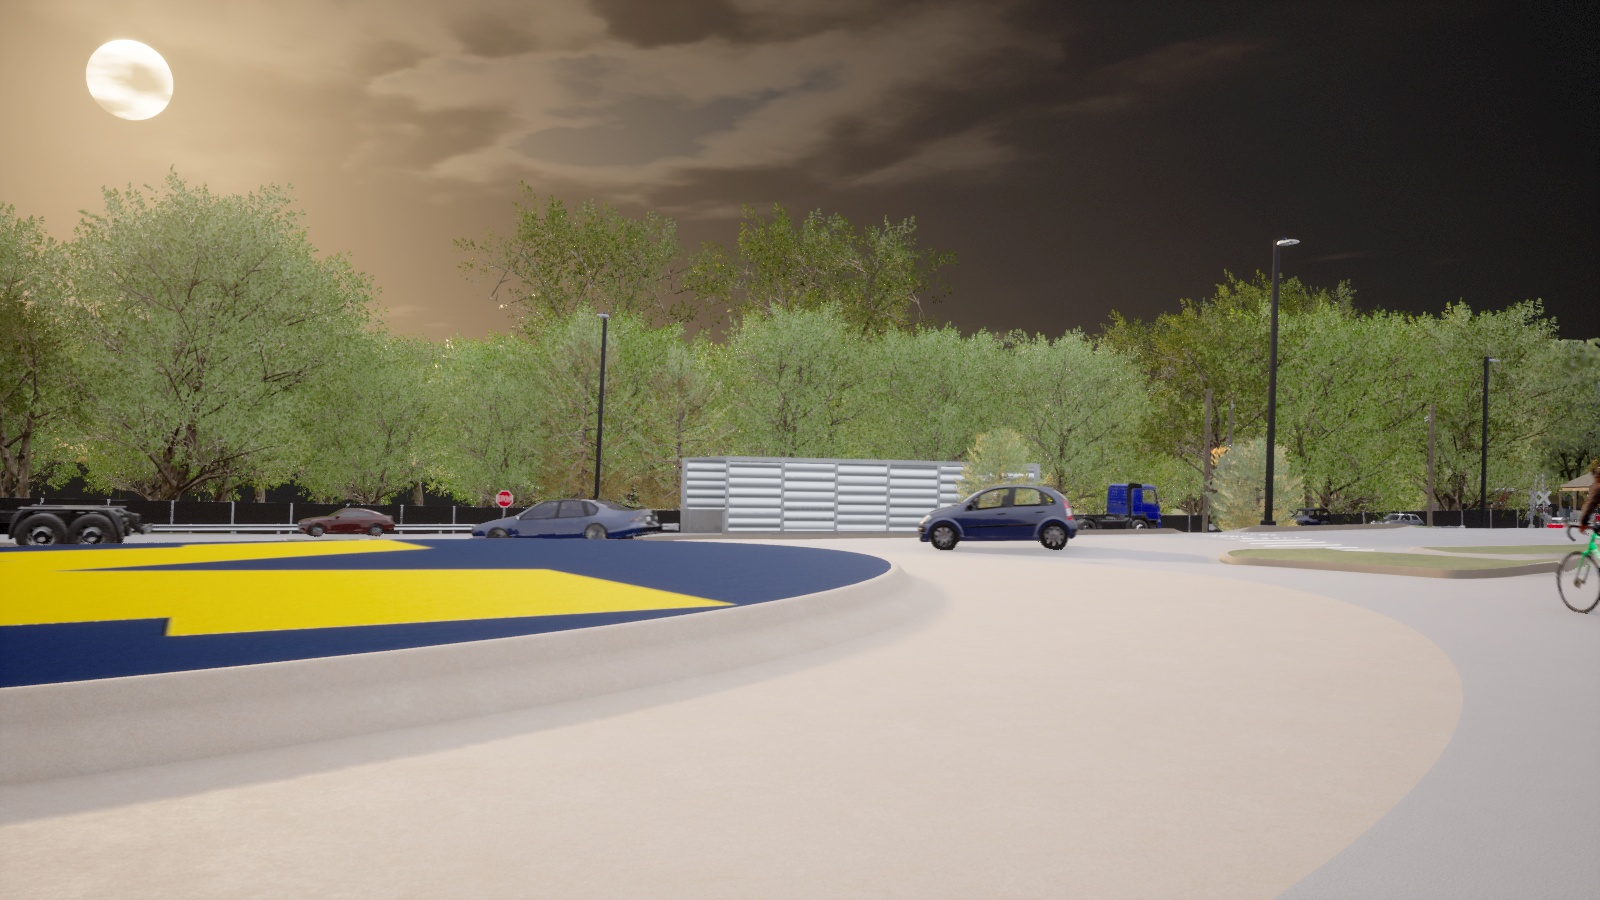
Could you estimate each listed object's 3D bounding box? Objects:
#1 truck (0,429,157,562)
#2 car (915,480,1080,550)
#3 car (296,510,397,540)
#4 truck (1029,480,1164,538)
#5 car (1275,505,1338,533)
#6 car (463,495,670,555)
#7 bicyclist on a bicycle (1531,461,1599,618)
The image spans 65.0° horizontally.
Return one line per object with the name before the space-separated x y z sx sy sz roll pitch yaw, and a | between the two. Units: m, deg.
truck | -21.940 1.187 33.841 7.936 3.462 2.891 2 -1 -23
car | 5.016 1.633 31.851 3.988 1.617 1.851 -2 -1 11
car | -23.168 3.798 64.195 4.674 1.442 1.812 2 -1 -27
truck | 18.541 3.648 78.378 7.936 3.462 2.891 1 -1 -22
car | 35.748 4.846 88.589 3.866 1.878 1.905 1 -1 -21
car | -6.564 2.112 35.412 5.357 1.411 2.033 -4 -3 16
bicyclist on a bicycle | 8.546 0.937 13.237 0.582 1.620 1.656 2 -2 -5
